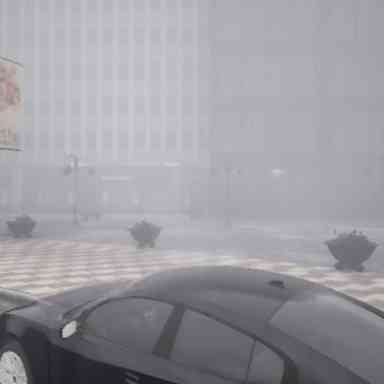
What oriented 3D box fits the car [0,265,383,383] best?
[{"bbox_3d":[0.022,1.495,3.239,5.008,1.535,1.882,0,0,35],"label":"car"}]
